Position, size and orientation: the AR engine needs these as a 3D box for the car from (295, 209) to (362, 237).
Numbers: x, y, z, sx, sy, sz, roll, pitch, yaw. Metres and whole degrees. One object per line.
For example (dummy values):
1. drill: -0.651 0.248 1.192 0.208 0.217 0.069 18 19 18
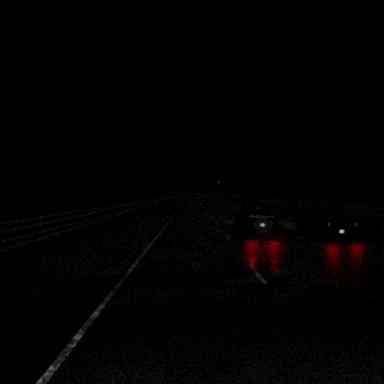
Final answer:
1. car: 7.113 1.579 17.999 1.895 1.301 4.718 0 0 0

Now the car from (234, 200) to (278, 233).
1. car: 3.613 1.473 19.414 2.128 1.511 4.902 0 0 0
